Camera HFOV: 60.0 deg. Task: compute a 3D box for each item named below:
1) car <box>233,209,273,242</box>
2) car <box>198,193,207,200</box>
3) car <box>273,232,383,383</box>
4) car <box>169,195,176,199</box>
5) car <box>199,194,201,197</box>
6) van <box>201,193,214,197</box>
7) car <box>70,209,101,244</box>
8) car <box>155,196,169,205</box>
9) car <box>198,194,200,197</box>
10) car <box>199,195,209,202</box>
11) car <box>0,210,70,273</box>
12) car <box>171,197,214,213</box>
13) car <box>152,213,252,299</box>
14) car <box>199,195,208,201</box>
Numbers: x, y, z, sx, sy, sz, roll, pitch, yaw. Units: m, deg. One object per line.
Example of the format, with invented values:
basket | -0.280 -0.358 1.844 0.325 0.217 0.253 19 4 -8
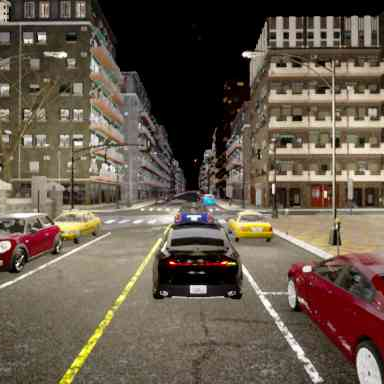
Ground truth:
car | 2.711 1.526 16.194 1.752 1.417 4.829 1 0 0
car | 2.769 1.242 88.043 2.192 1.841 5.009 1 0 0
car | 2.702 1.546 4.790 1.887 1.381 4.507 1 0 0
car | -5.615 1.508 88.107 1.802 1.307 4.206 1 0 0
car | 2.744 1.514 59.689 1.887 1.381 4.507 1 0 0
van | 2.743 1.316 54.016 1.690 1.788 3.998 1 0 0
car | -5.669 1.526 15.878 1.752 1.417 4.829 1 0 0
car | -5.636 1.551 59.751 1.802 1.307 4.206 1 0 0
car | 2.748 1.528 65.359 1.947 1.339 4.313 1 0 0
car | 2.758 1.497 76.701 2.008 1.369 4.403 1 0 0
car | -5.673 1.441 10.433 1.967 1.590 4.097 1 0 0
car | 0.133 1.352 18.673 2.097 1.767 4.553 0 0 1
car | 0.108 1.506 8.413 1.837 1.490 4.892 0 0 0
car | 2.762 1.488 82.371 2.008 1.369 4.403 1 0 0
